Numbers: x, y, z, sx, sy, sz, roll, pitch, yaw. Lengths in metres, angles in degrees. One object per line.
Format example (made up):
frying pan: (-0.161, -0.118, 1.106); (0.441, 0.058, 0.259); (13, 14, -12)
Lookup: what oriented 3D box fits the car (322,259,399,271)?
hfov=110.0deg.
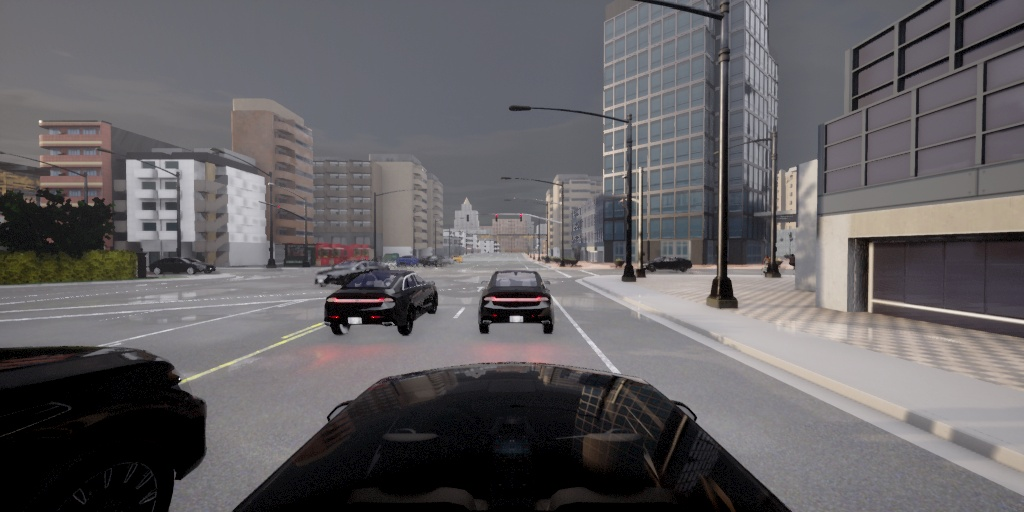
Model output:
car: (-9.335, 1.010, 21.286); (2.128, 1.511, 4.902); (0, 1, 19)

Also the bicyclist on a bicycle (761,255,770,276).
bicyclist on a bicycle: (19.195, 0.718, 26.861); (1.656, 1.620, 0.582); (-1, 1, -23)

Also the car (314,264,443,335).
car: (-3.390, 1.154, 10.175); (2.128, 1.511, 4.902); (0, 1, 0)

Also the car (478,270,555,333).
car: (0.113, 1.153, 10.369); (2.128, 1.511, 4.902); (0, 1, 0)

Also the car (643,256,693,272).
car: (14.749, 0.773, 34.567); (4.902, 1.511, 2.128); (0, 1, 1)

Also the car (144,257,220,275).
car: (-28.710, 0.859, 31.295); (4.892, 1.490, 1.837); (0, 1, 1)

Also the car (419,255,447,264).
car: (-10.508, 0.646, 47.878); (1.882, 1.535, 5.008); (0, 0, 0)

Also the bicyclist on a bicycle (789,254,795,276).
bicyclist on a bicycle: (21.137, 0.665, 26.679); (1.656, 1.620, 0.582); (-18, -8, -27)

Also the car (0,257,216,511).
car: (-3.402, 0.970, 0.317); (2.150, 2.045, 5.566); (0, 0, 0)

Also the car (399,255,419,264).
car: (-14.002, 0.640, 48.433); (1.882, 1.535, 5.008); (0, 0, 0)

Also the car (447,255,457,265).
car: (-10.493, 0.715, 57.221); (1.895, 1.301, 4.718); (0, 0, 0)
